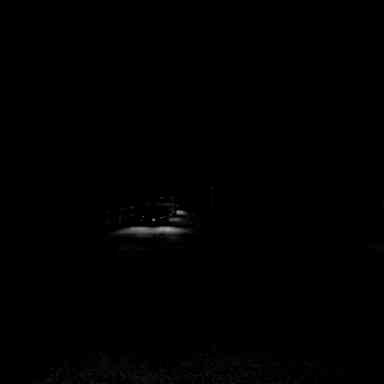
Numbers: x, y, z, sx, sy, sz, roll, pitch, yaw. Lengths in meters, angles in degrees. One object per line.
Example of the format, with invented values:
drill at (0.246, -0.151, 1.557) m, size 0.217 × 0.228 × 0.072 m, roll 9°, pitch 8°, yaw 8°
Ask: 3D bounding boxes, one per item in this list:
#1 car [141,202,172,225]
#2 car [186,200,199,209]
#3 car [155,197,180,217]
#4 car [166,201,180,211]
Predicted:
car at (-2.802, 1.764, 26.239) m, size 1.837 × 1.490 × 4.892 m, roll 0°, pitch -1°, yaw -1°
car at (0.119, 2.044, 53.387) m, size 1.994 × 1.385 × 4.181 m, roll 0°, pitch 0°, yaw 0°
car at (-2.826, 1.568, 36.594) m, size 2.150 × 2.045 × 5.566 m, roll 0°, pitch 0°, yaw 0°
car at (-2.820, 2.058, 50.288) m, size 1.895 × 1.301 × 4.718 m, roll 0°, pitch 0°, yaw 0°
